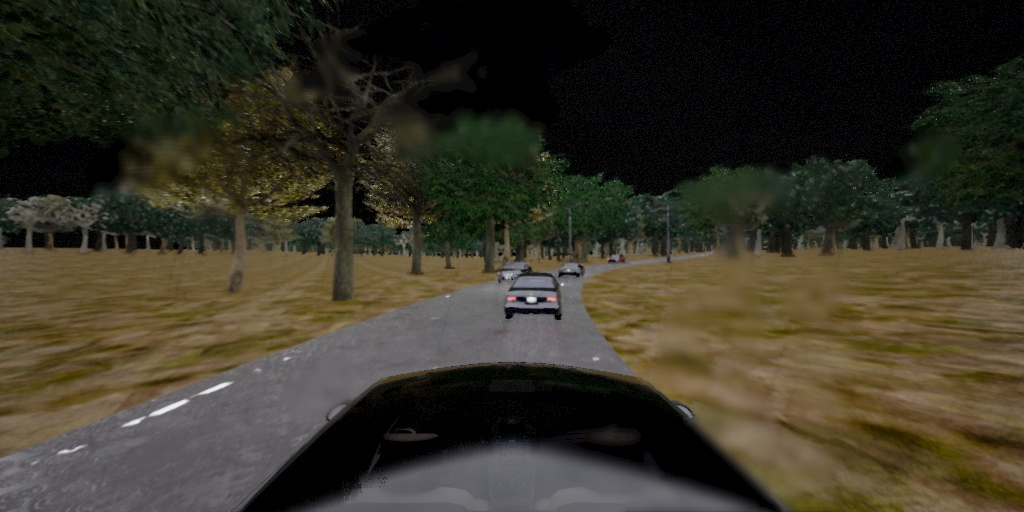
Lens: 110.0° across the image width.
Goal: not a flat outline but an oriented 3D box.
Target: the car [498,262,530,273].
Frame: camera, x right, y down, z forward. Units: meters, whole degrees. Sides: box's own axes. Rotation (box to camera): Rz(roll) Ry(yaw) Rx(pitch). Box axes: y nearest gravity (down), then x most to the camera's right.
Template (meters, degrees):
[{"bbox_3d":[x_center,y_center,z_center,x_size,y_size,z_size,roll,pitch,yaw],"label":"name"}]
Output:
[{"bbox_3d":[0.296,1.197,26.723,2.128,1.511,4.902,0,0,15],"label":"car"}]

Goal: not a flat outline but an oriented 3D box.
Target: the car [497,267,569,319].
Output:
[{"bbox_3d":[0.874,1.315,12.941,2.033,1.411,5.357,0,0,7],"label":"car"}]

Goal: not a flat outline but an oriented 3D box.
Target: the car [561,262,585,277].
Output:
[{"bbox_3d":[5.602,1.198,33.256,1.994,1.385,4.181,0,1,19],"label":"car"}]
